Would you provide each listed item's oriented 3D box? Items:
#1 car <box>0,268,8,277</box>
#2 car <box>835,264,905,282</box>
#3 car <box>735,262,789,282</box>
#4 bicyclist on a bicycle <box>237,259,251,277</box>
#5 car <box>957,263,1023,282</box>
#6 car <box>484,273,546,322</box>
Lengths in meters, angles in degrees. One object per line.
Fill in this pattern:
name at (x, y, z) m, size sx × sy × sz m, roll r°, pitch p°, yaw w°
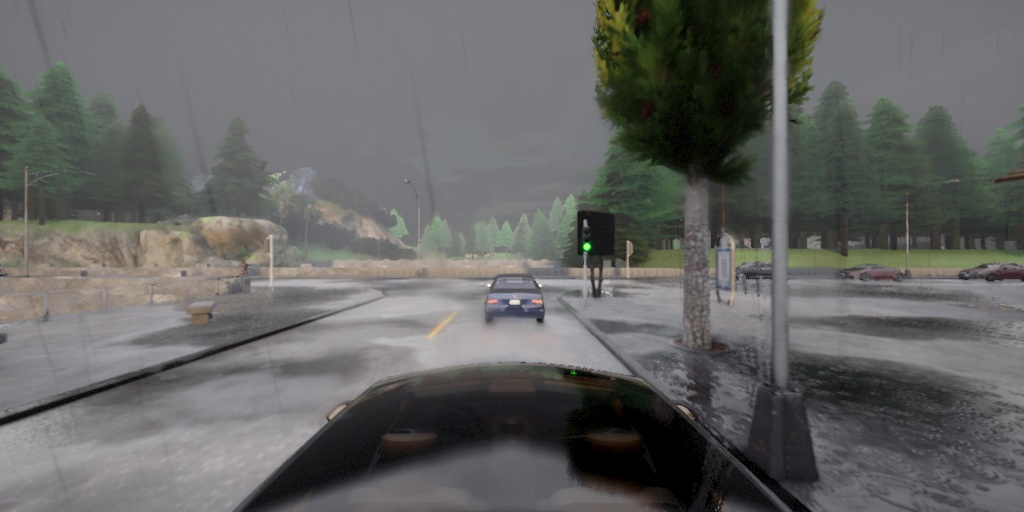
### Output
car at (-43.709, 1.294, 28.494) m, size 5.357 × 1.411 × 2.033 m, roll 0°, pitch 0°, yaw 0°
car at (28.412, 1.311, 28.553) m, size 4.181 × 1.385 × 1.994 m, roll 0°, pitch 0°, yaw 0°
car at (19.208, 1.251, 28.560) m, size 4.892 × 1.490 × 1.837 m, roll 0°, pitch 0°, yaw 0°
bicyclist on a bicycle at (-24.506, 1.095, 32.781) m, size 0.582 × 1.620 × 1.656 m, roll 0°, pitch 0°, yaw 0°
car at (38.526, 1.272, 28.525) m, size 4.674 × 1.442 × 1.812 m, roll 0°, pitch 0°, yaw 0°
car at (0.091, 1.296, 12.237) m, size 2.033 × 1.411 × 5.357 m, roll 0°, pitch 0°, yaw 0°
